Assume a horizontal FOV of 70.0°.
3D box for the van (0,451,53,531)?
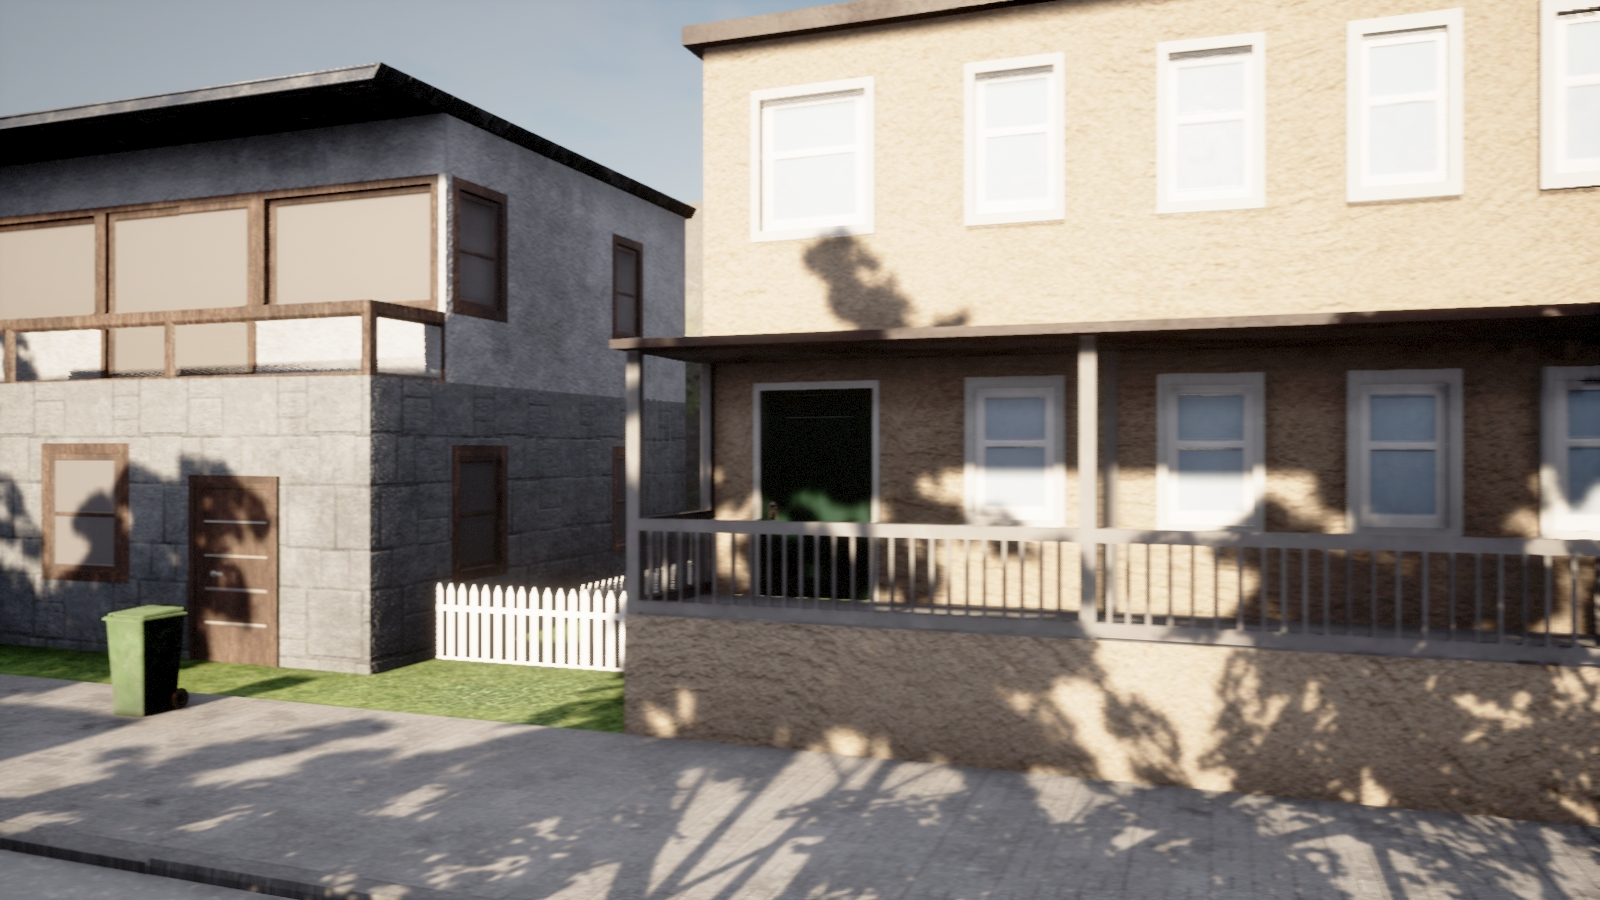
[{"bbox_3d":[-26.822,1.314,35.632,1.988,2.561,5.915,0,0,20],"label":"van"}]
